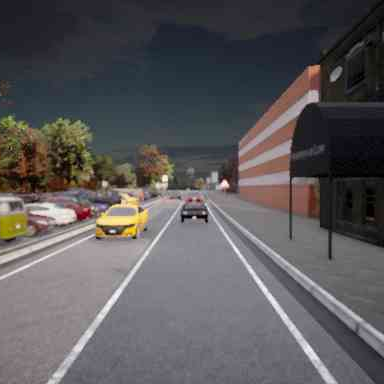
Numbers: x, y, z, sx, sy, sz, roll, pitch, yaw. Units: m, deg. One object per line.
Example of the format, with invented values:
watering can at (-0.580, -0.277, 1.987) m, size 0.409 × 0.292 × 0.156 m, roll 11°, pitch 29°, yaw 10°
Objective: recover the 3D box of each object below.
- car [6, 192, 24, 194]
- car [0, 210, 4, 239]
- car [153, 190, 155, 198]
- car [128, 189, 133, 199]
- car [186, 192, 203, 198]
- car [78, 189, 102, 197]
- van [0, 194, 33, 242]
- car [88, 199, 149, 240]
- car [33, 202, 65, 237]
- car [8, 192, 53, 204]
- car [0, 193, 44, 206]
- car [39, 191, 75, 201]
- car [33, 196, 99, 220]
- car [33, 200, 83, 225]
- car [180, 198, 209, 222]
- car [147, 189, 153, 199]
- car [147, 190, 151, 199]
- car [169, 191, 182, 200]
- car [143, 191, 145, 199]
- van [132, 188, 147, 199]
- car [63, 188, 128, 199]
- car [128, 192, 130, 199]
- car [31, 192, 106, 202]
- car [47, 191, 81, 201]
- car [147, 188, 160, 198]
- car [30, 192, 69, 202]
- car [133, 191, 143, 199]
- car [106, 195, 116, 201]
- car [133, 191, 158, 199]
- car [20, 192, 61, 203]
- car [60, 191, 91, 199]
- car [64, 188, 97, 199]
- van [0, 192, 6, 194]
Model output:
car at (-21.771, 1.017, 36.470) m, size 5.008 × 1.535 × 2.097 m, roll 0°, pitch 1°, yaw 0°
car at (-9.304, 1.460, 11.160) m, size 4.674 × 1.452 × 2.002 m, roll 0°, pitch 0°, yaw 0°
car at (-9.114, 0.680, 56.387) m, size 4.674 × 1.452 × 2.002 m, roll 0°, pitch 1°, yaw 0°
car at (-9.229, 0.889, 36.607) m, size 4.553 × 1.767 × 2.185 m, roll 0°, pitch 1°, yaw 0°
car at (0.299, 0.836, 40.815) m, size 2.097 × 1.767 × 4.553 m, roll 0°, pitch 1°, yaw 0°
car at (-21.570, 0.226, 70.478) m, size 4.553 × 1.767 × 2.185 m, roll 0°, pitch 0°, yaw 0°
van at (-9.407, 1.187, 13.866) m, size 4.442 × 1.987 × 1.878 m, roll 0°, pitch 0°, yaw 0°
car at (-3.309, 1.348, 16.420) m, size 1.882 × 1.535 × 5.008 m, roll 0°, pitch 1°, yaw 0°
car at (-9.281, 1.425, 16.825) m, size 4.674 × 1.452 × 2.002 m, roll 0°, pitch 1°, yaw 0°
car at (-21.736, 0.857, 44.939) m, size 5.008 × 1.535 × 2.097 m, roll 0°, pitch 1°, yaw 0°
car at (-21.738, 0.910, 42.116) m, size 5.008 × 1.535 × 2.097 m, roll 0°, pitch 1°, yaw 0°
car at (-21.692, 0.694, 53.533) m, size 5.008 × 1.535 × 2.097 m, roll 0°, pitch 1°, yaw 0°
car at (-9.250, 1.282, 22.484) m, size 5.008 × 1.535 × 2.097 m, roll 0°, pitch 1°, yaw 0°
car at (-9.264, 1.376, 19.659) m, size 4.674 × 1.452 × 2.002 m, roll 0°, pitch 1°, yaw 0°
car at (0.176, 1.371, 24.039) m, size 1.895 × 1.301 × 4.718 m, roll 0°, pitch 1°, yaw 0°
car at (-9.131, 0.733, 53.561) m, size 4.674 × 1.452 × 2.002 m, roll 0°, pitch 1°, yaw 0°
car at (-9.111, 0.777, 50.736) m, size 4.792 × 1.488 × 2.163 m, roll 0°, pitch 1°, yaw 0°
car at (-2.896, 0.664, 59.129) m, size 1.837 × 1.490 × 4.892 m, roll 0°, pitch 1°, yaw 1°
car at (-9.160, 0.894, 45.086) m, size 4.674 × 1.452 × 2.002 m, roll 0°, pitch 1°, yaw 0°
van at (-9.268, 0.575, 47.906) m, size 4.442 × 1.987 × 1.878 m, roll 0°, pitch 1°, yaw 0°
car at (-9.249, 0.870, 30.954) m, size 5.566 × 2.045 × 2.435 m, roll 0°, pitch 1°, yaw 0°
car at (-9.394, 1.065, 33.785) m, size 5.366 × 1.575 × 1.946 m, roll 0°, pitch 1°, yaw 0°
car at (-9.275, 1.103, 25.307) m, size 4.553 × 1.767 × 2.185 m, roll 0°, pitch 1°, yaw 0°
car at (-21.682, 0.641, 56.357) m, size 4.892 × 1.521 × 2.231 m, roll 0°, pitch 1°, yaw 0°
car at (-9.088, 0.530, 62.036) m, size 5.008 × 1.535 × 2.097 m, roll 0°, pitch 1°, yaw 0°
car at (-21.704, 0.747, 50.710) m, size 5.008 × 1.535 × 2.097 m, roll 0°, pitch 1°, yaw 0°
car at (-9.000, 0.958, 39.434) m, size 5.366 × 1.575 × 1.946 m, roll 0°, pitch 1°, yaw 0°
car at (-9.235, 1.215, 28.135) m, size 4.674 × 1.452 × 2.002 m, roll 0°, pitch 1°, yaw 0°
car at (-9.080, 0.513, 64.863) m, size 4.674 × 1.452 × 2.002 m, roll 0°, pitch 1°, yaw 0°
car at (-21.749, 0.831, 47.887) m, size 4.792 × 1.488 × 2.163 m, roll 0°, pitch 1°, yaw 0°
car at (-21.673, 0.532, 62.003) m, size 4.892 × 1.521 × 2.231 m, roll 0°, pitch 1°, yaw 0°
car at (-21.628, 0.226, 64.697) m, size 5.566 × 2.045 × 2.435 m, roll 0°, pitch 1°, yaw 0°
van at (-21.893, 0.842, 33.770) m, size 4.442 × 1.987 × 1.878 m, roll 0°, pitch 1°, yaw 0°
